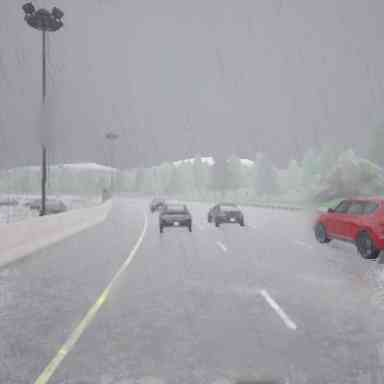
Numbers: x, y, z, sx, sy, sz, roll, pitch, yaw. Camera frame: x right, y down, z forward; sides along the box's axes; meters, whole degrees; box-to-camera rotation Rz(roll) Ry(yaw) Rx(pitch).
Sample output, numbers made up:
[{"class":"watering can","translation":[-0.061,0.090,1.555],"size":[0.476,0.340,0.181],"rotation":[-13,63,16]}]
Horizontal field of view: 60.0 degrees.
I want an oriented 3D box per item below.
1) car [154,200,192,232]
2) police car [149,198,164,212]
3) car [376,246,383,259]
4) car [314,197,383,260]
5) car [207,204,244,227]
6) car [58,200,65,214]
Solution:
[{"class":"car","translation":[-1.075,1.478,20.154],"size":[2.128,1.511,4.902],"rotation":[0,0,-6]},{"class":"police car","translation":[-3.941,1.483,39.034],"size":[2.038,1.542,4.974],"rotation":[0,0,-11]},{"class":"car","translation":[3.505,1.479,1.856],"size":[2.128,1.511,4.902],"rotation":[0,0,-1]},{"class":"car","translation":[6.626,1.191,12.469],"size":[2.150,2.045,5.566],"rotation":[0,0,-3]},{"class":"car","translation":[2.211,1.500,22.340],"size":[1.812,1.442,4.674],"rotation":[0,0,-6]},{"class":"car","translation":[-13.613,1.538,32.893],"size":[1.812,1.442,4.674],"rotation":[0,0,-10]}]
